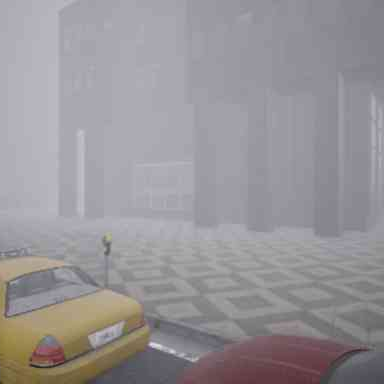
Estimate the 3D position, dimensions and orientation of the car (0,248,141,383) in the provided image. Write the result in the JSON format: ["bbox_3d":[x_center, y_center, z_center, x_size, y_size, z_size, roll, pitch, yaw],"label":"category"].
[{"bbox_3d":[-2.812,1.529,4.982,4.829,1.417,1.752,0,0,36],"label":"car"}]

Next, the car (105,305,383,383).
[{"bbox_3d":[1.825,1.544,1.676,4.507,1.381,1.887,0,0,36],"label":"car"}]
